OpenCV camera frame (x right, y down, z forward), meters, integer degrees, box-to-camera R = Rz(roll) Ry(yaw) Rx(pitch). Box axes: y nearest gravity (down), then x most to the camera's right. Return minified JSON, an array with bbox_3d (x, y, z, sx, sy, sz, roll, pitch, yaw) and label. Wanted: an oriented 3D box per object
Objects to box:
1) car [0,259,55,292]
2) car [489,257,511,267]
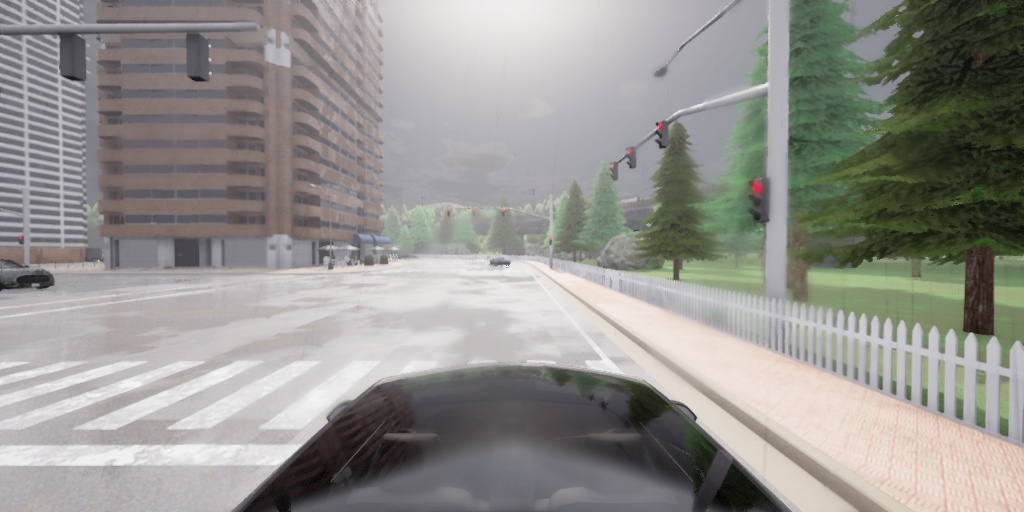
[{"bbox_3d":[-26.681,0.919,18.391,4.553,1.767,2.097,0,1,0],"label":"car"},{"bbox_3d":[-1.517,0.732,45.771,1.895,1.301,4.718,0,1,-15],"label":"car"}]
